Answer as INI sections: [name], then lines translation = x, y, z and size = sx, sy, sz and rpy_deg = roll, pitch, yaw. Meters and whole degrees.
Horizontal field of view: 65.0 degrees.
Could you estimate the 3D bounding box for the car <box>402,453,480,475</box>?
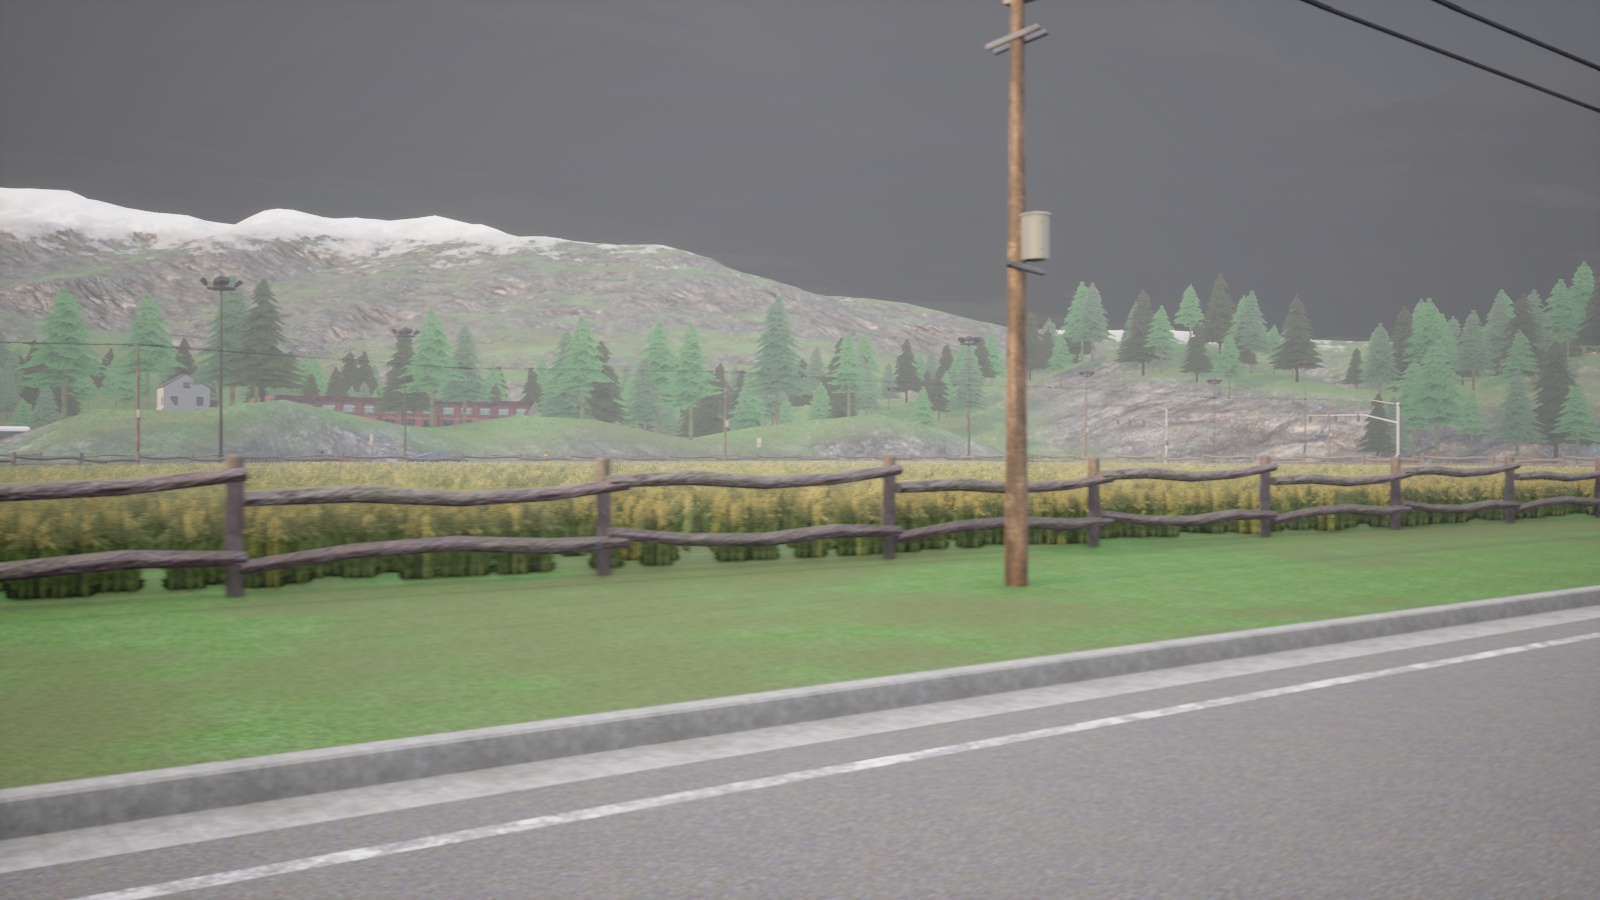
[car]
translation = -25.847, 0.999, 90.449
size = 5.008, 1.535, 1.882
rpy_deg = 0, 0, -35
